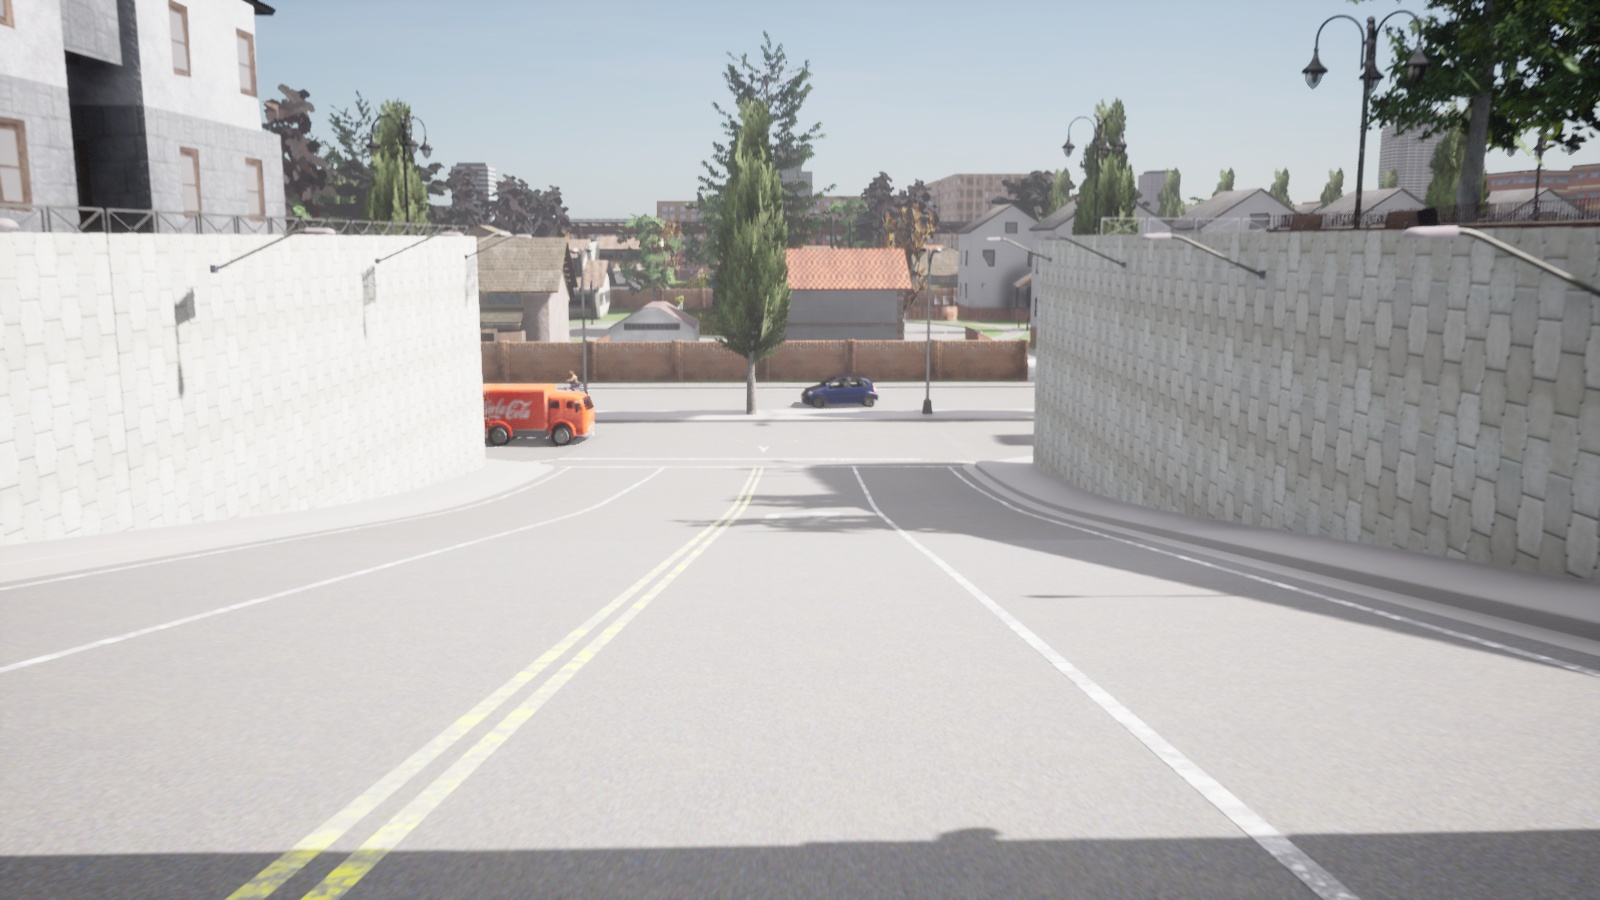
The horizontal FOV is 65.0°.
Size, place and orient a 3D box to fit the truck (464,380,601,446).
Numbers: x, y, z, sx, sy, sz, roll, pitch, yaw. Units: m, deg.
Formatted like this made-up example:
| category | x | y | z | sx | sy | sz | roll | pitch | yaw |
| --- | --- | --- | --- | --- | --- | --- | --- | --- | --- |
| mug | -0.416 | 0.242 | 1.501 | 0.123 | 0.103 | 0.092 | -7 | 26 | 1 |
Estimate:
| category | x | y | z | sx | sy | sz | roll | pitch | yaw |
| --- | --- | --- | --- | --- | --- | --- | --- | --- | --- |
| truck | -11.466 | -1.635 | 54.267 | 5.204 | 2.467 | 2.627 | 1 | 9 | 3 |

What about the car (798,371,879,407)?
| category | x | y | z | sx | sy | sz | roll | pitch | yaw |
| --- | --- | --- | --- | --- | --- | --- | --- | --- | --- |
| car | 2.007 | -3.250 | 66.256 | 3.988 | 1.617 | 1.851 | -2 | 10 | -11 |
